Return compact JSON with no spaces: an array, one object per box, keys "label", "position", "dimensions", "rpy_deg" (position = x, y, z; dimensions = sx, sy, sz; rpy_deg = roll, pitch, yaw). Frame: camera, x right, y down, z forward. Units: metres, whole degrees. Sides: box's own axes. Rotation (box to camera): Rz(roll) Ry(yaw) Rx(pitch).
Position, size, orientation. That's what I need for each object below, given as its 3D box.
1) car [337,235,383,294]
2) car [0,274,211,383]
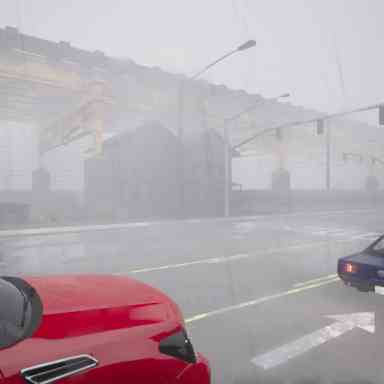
[{"label":"car","position":[5.462,1.601,7.639],"dimensions":[4.718,1.301,1.895],"rpy_deg":[0,0,-35]},{"label":"car","position":[-2.492,1.221,1.968],"dimensions":[5.566,2.045,2.150],"rpy_deg":[0,0,-36]}]
